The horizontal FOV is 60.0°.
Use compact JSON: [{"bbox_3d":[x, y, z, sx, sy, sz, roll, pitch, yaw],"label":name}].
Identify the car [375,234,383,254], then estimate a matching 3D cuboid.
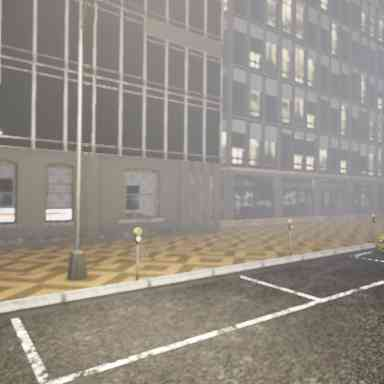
[{"bbox_3d":[8.925,1.674,12.926,4.829,1.417,1.752,1,0,-36],"label":"car"}]
